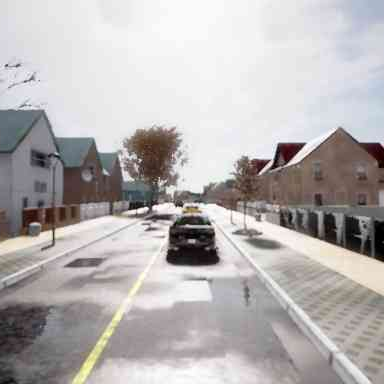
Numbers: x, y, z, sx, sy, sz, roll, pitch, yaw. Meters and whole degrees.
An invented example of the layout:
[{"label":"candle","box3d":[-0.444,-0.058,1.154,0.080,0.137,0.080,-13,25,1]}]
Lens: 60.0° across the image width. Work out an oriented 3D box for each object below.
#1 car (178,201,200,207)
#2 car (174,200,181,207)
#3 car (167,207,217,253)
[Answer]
[{"label":"car","box3d":[0.010,1.839,29.492,1.882,1.535,5.008,0,0,0]},{"label":"car","box3d":[-2.740,2.546,71.820,1.882,1.535,5.008,0,-1,0]},{"label":"car","box3d":[0.008,1.643,14.477,1.882,1.535,5.008,0,0,0]}]
